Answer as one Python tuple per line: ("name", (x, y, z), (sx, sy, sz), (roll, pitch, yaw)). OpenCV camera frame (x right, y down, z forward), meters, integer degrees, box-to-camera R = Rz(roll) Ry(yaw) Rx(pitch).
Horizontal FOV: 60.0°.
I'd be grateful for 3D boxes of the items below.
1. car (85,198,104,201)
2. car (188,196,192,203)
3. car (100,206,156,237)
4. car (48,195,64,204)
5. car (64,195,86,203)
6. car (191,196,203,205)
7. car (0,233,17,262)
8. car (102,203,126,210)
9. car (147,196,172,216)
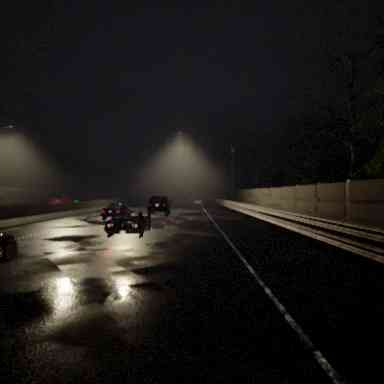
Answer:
("car", (-17.521, 1.878, 61.941), (2.128, 1.511, 4.902), (0, 0, 1))
("car", (0.002, 2.037, 86.510), (1.812, 1.442, 4.674), (0, 0, 0))
("car", (-3.400, 1.706, 18.597), (1.895, 1.301, 4.718), (0, 0, 0))
("car", (-24.507, 1.601, 61.619), (2.150, 2.045, 5.566), (0, 0, 0))
("car", (-21.014, 1.598, 61.151), (2.150, 2.045, 5.566), (0, 0, 0))
("car", (1.227, 1.886, 68.145), (1.801, 1.575, 5.366), (0, 0, 0))
("car", (-6.908, 1.578, 9.480), (1.812, 1.442, 4.674), (0, 0, 0))
("car", (-6.899, 1.728, 30.565), (2.033, 1.411, 5.357), (0, 0, 0))
("car", (-3.399, 1.430, 35.065), (2.150, 2.045, 5.566), (0, 0, 0))
